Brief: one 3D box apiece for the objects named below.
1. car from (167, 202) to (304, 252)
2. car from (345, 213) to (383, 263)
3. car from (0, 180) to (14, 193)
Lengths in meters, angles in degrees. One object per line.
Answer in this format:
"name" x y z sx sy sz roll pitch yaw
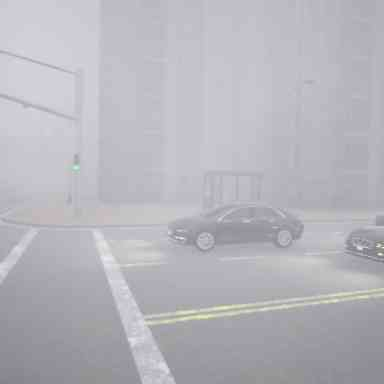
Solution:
"car" 1.568 1.135 11.755 4.892 1.490 1.837 1 2 -18
"car" 6.882 1.306 9.865 4.892 1.490 1.837 1 2 -19
"car" -26.537 -0.771 45.536 2.097 1.767 4.553 1 2 2
